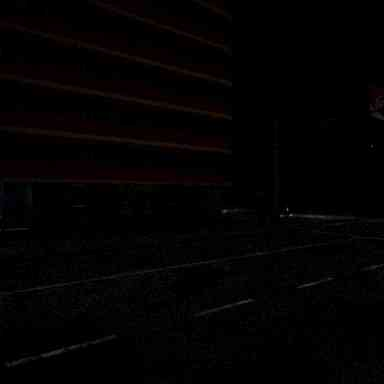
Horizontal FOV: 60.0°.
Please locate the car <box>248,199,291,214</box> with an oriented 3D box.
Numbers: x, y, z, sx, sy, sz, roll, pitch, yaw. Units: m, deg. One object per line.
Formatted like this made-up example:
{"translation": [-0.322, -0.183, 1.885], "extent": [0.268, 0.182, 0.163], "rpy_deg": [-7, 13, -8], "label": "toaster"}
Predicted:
{"translation": [8.145, 1.491, 35.316], "extent": [2.128, 1.511, 4.902], "rpy_deg": [0, 0, -36], "label": "car"}
